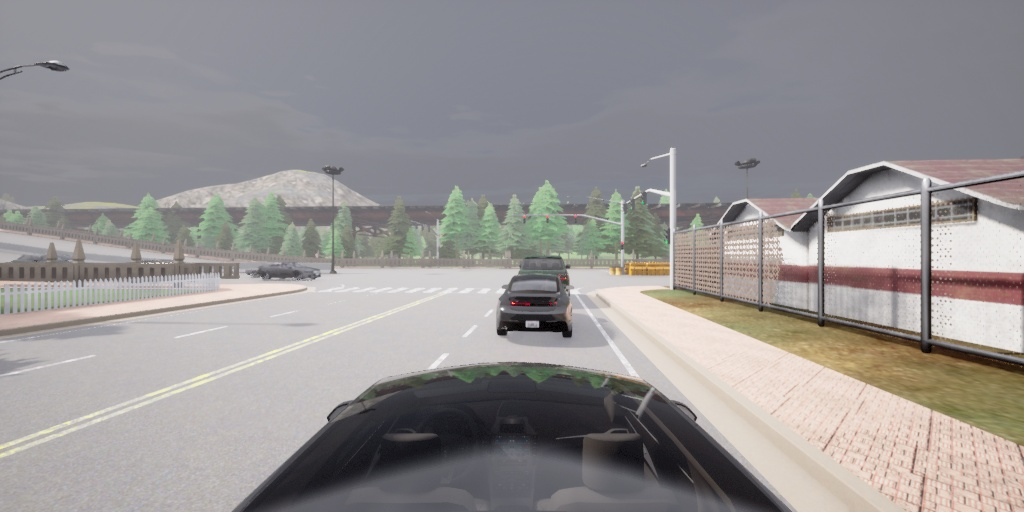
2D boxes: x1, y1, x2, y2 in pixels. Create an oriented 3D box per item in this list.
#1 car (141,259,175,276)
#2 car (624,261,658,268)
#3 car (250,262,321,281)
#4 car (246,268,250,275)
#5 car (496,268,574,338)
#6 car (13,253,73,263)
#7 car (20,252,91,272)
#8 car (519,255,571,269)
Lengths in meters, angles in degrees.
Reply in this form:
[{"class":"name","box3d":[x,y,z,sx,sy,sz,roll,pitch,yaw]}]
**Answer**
[{"class":"car","box3d":[-29.025,1.075,30.392,4.553,1.767,2.097,1,0,4]},{"class":"car","box3d":[15.786,1.345,41.499,4.718,1.301,1.895,0,0,4]},{"class":"car","box3d":[-18.194,1.238,29.402,4.902,1.511,2.128,0,0,7]},{"class":"car","box3d":[-21.890,1.342,33.398,4.718,1.301,1.895,0,0,4]},{"class":"car","box3d":[0.706,1.254,10.289,1.837,1.490,4.892,0,0,6]},{"class":"car","box3d":[-40.375,0.687,31.206,4.553,1.767,2.097,3,0,4]},{"class":"car","box3d":[-44.507,0.541,35.032,4.892,1.490,1.837,5,0,5]},{"class":"car","box3d":[1.467,0.970,16.300,2.150,2.045,5.566,0,0,7]}]
